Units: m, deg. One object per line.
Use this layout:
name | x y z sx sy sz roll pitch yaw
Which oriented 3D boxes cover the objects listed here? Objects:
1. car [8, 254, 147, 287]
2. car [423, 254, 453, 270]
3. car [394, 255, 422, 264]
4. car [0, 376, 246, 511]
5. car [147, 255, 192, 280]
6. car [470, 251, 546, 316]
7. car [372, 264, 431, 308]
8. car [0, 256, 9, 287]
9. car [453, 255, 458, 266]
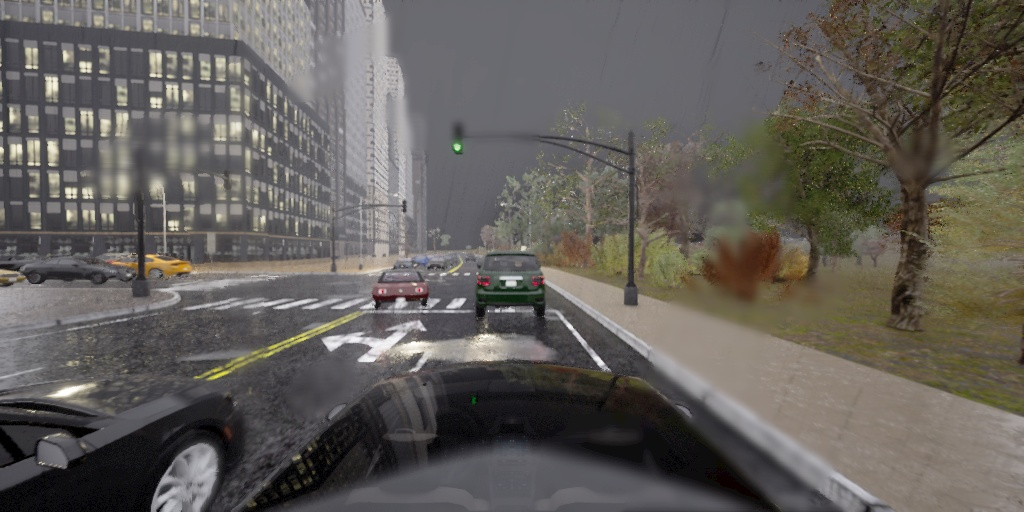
car | -23.595 0.761 19.658 4.674 1.442 1.812 1 1 -8
car | -8.150 0.811 39.815 2.033 1.411 5.357 0 1 -4
car | -11.311 0.848 38.420 1.994 1.385 4.181 0 1 -4
car | -3.185 1.264 1.050 1.837 1.490 4.892 0 1 0
car | -23.646 0.664 22.906 5.008 1.535 1.882 1 1 -9
car | -0.083 0.832 12.776 2.150 2.045 5.566 0 1 -1
car | -4.441 1.193 14.411 1.895 1.301 4.718 0 1 -17
car | -25.973 0.765 16.569 4.829 1.417 1.751 0 0 -9
car | -8.995 0.676 49.851 2.033 1.411 5.357 0 1 -5
